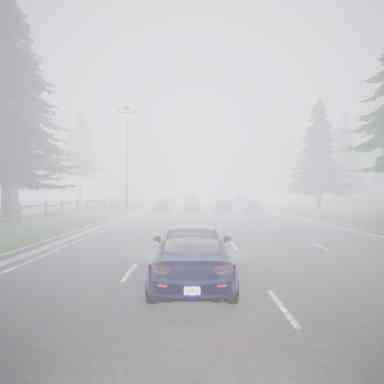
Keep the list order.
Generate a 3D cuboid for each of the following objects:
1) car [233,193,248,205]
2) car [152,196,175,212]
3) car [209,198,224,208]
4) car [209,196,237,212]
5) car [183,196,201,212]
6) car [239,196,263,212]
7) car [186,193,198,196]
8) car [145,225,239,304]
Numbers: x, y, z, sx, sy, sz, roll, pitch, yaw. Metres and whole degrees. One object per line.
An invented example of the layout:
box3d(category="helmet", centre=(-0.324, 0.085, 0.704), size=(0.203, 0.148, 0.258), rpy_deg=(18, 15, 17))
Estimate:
box3d(category="car", centre=(7.020, 1.210, 49.050), size=(2.150, 2.045, 5.566), rpy_deg=(0, 0, 0))
box3d(category="car", centre=(-3.484, 1.538, 38.604), size=(2.033, 1.411, 5.357), rpy_deg=(0, 0, 0))
box3d(category="car", centre=(3.520, 1.589, 49.051), size=(1.895, 1.301, 4.718), rpy_deg=(0, 0, 0))
box3d(category="car", centre=(3.516, 1.482, 38.601), size=(2.128, 1.511, 4.902), rpy_deg=(0, 0, 0))
box3d(category="car", centre=(0.016, 1.555, 39.019), size=(1.994, 1.385, 4.181), rpy_deg=(0, 0, 0))
box3d(category="car", centre=(7.016, 1.516, 39.017), size=(1.812, 1.442, 4.674), rpy_deg=(0, 0, 0))
box3d(category="car", centre=(0.020, 1.210, 49.053), size=(2.150, 2.045, 5.566), rpy_deg=(0, 0, 0))
box3d(category="car", centre=(0.004, 1.524, 7.990), size=(1.812, 1.442, 4.674), rpy_deg=(0, 0, 0))
